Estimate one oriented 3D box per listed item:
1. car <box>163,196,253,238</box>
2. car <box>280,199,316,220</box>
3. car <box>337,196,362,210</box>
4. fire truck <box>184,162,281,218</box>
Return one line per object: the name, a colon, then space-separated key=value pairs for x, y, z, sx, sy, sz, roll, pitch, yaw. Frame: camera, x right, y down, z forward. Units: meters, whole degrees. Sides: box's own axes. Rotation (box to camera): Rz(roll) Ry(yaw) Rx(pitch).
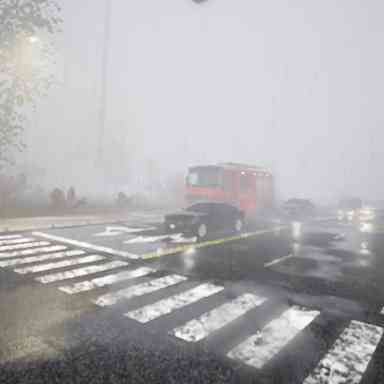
car: x=0.719 y=1.163 z=15.871 sx=1.882 sy=1.535 sz=5.008 roll=3 pitch=2 yaw=38
car: x=8.030 y=1.236 z=25.318 sx=1.812 sy=1.442 sz=4.674 roll=3 pitch=2 yaw=38
car: x=18.322 y=1.237 z=38.538 sx=2.128 sy=1.511 sz=4.902 roll=3 pitch=2 yaw=38
fire truck: x=3.063 y=-0.082 z=23.981 sx=2.891 sy=3.827 sz=8.468 roll=3 pitch=2 yaw=38
